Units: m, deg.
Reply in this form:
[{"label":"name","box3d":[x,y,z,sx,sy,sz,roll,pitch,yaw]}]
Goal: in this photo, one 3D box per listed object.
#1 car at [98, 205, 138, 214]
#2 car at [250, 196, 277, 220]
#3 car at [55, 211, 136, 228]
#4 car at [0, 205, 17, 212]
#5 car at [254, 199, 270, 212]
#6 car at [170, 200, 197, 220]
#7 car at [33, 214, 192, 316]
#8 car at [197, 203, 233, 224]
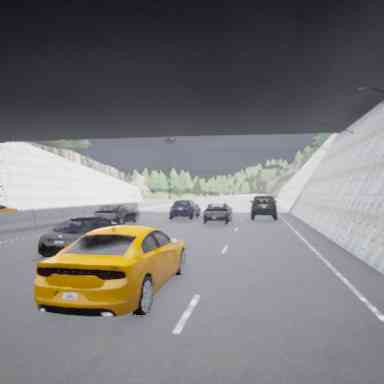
[{"label":"car","box3d":[-5.390,1.650,24.159,2.128,1.511,4.902,0,0,11]},{"label":"car","box3d":[6.352,1.358,29.499,2.150,2.045,5.566,0,-1,11]},{"label":"car","box3d":[-4.011,1.653,13.005,1.994,1.385,4.181,0,0,11]},{"label":"car","box3d":[-15.942,1.687,25.945,1.882,1.535,5.008,0,0,11]},{"label":"car","box3d":[8.927,1.679,42.657,1.882,1.535,5.008,0,0,11]},{"label":"car","box3d":[-0.566,1.525,30.587,2.097,1.767,4.553,0,0,11]},{"label":"car","box3d":[-1.475,1.527,7.769,1.882,1.535,5.008,0,0,11]},{"label":"car","box3d":[2.081,1.628,25.885,2.128,1.511,4.902,0,0,11]}]
